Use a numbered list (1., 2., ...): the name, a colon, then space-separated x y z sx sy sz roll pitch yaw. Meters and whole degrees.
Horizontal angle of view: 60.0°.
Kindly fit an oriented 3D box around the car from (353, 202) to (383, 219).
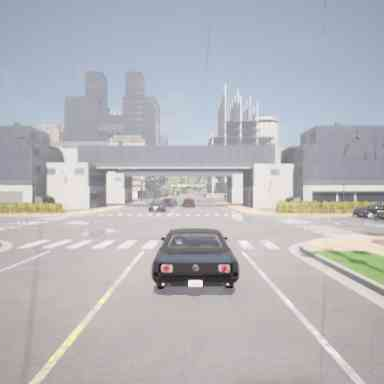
1. car: 17.180 1.676 30.079 4.892 1.490 1.837 0 0 0

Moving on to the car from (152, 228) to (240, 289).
1. car: 0.065 1.649 9.227 1.895 1.301 4.718 0 0 0

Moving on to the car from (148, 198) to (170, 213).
1. car: -4.254 1.720 41.217 2.128 1.511 4.902 0 0 0

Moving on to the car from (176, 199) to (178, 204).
1. car: -4.164 1.906 71.058 1.812 1.442 4.674 0 0 0

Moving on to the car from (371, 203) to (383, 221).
1. car: 17.380 1.755 26.579 4.718 1.301 1.895 0 0 0

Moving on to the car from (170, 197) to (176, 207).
1. car: -4.242 1.809 56.072 1.837 1.490 4.892 0 0 0

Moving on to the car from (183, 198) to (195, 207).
1. car: -0.563 1.793 58.047 1.882 1.535 5.008 0 0 0
